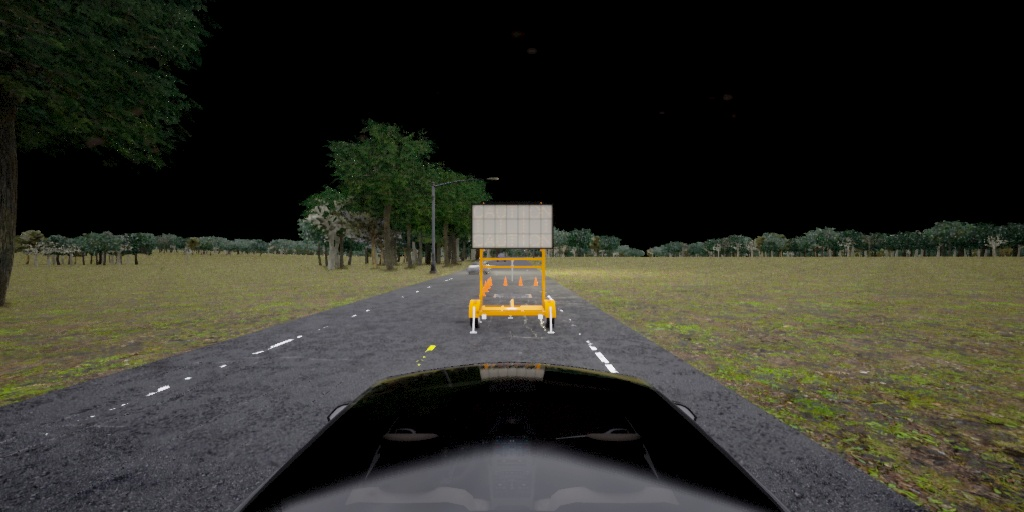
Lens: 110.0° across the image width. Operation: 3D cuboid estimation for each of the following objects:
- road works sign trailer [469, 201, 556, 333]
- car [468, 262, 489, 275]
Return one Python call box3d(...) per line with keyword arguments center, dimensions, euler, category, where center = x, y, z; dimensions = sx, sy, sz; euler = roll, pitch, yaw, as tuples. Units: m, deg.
box3d(center=(0.012, 0.199, 10.614), dimensions=(2.380, 3.560, 2.880), euler=(0, 0, 0), category="road works sign trailer")
box3d(center=(-3.444, 1.259, 37.521), dimensions=(1.895, 1.301, 4.718), euler=(0, 0, 0), category="car")
